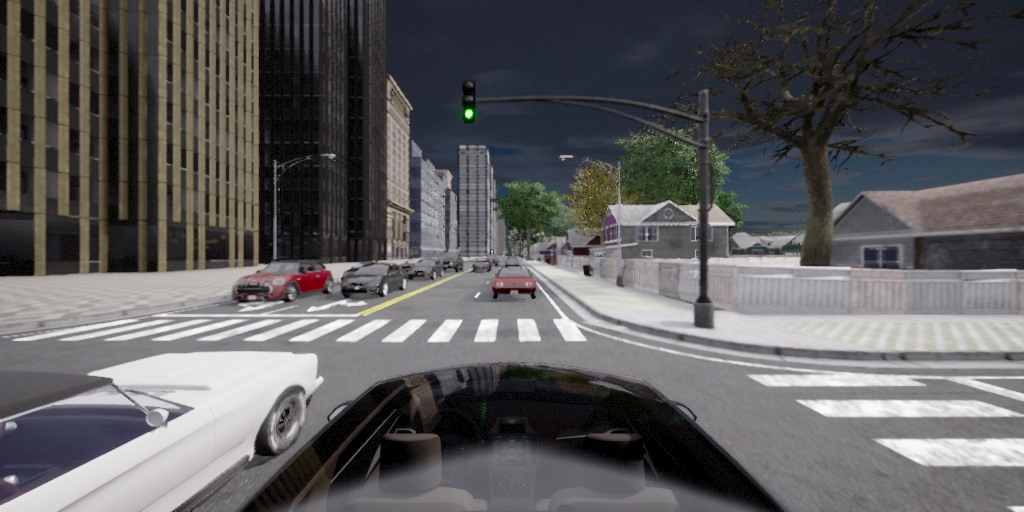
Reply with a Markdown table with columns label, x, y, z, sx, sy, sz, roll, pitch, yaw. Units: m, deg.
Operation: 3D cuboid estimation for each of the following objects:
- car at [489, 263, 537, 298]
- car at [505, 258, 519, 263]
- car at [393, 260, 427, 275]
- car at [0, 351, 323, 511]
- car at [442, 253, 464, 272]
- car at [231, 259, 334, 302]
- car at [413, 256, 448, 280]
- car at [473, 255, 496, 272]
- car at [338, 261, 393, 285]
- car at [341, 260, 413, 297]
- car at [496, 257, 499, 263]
| label | x | y | z | sx | sy | sz | roll | pitch | yaw |
| --- | --- | --- | --- | --- | --- | --- | --- | --- | --- |
| car | 0.100 | 1.197 | 17.079 | 1.895 | 1.301 | 4.718 | 0 | 0 | 0 |
| car | 0.007 | 0.905 | 47.873 | 1.994 | 1.385 | 4.181 | 0 | 0 | 0 |
| car | -9.746 | 1.058 | 34.607 | 1.895 | 1.301 | 4.718 | 0 | 0 | 0 |
| car | -3.152 | 1.346 | 2.086 | 1.895 | 1.301 | 4.718 | 0 | 0 | 0 |
| car | -6.495 | 0.644 | 38.405 | 2.150 | 2.045 | 5.566 | 0 | 0 | 0 |
| car | -9.839 | 0.968 | 15.808 | 2.097 | 1.767 | 4.553 | 0 | 0 | 0 |
| car | -6.553 | 1.017 | 27.764 | 1.837 | 1.490 | 4.892 | 0 | 0 | 0 |
| car | -3.145 | 0.907 | 38.841 | 2.128 | 1.511 | 4.902 | 0 | 0 | 0 |
| car | -9.827 | 1.107 | 24.443 | 1.994 | 1.385 | 4.181 | 0 | 0 | 0 |
| car | -6.583 | 1.103 | 17.625 | 1.837 | 1.490 | 4.892 | 0 | 0 | 0 |
| car | -3.171 | 0.627 | 56.537 | 2.097 | 1.767 | 4.553 | 0 | 0 | 0 |
